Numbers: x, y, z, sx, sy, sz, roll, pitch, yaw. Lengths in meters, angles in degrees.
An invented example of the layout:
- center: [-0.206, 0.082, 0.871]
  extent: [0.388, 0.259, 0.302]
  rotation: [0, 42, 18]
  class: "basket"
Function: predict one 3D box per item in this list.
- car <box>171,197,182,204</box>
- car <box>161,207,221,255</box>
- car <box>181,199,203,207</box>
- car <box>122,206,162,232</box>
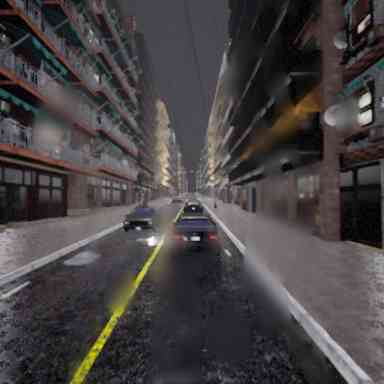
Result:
- center: [-2.721, 1.555, 60.800]
  extent: [1.895, 1.301, 4.718]
  rotation: [0, 0, 1]
  class: "car"
- center: [0.113, 1.554, 13.248]
  extent: [2.033, 1.411, 5.357]
  rotation: [0, 0, 0]
  class: "car"
- center: [0.138, 1.559, 34.380]
  extent: [1.994, 1.385, 4.181]
  rotation: [0, 0, 0]
  class: "car"
- center: [-2.827, 1.552, 20.252]
  extent: [2.033, 1.411, 5.357]
  rotation: [0, 0, 0]
  class: "car"
